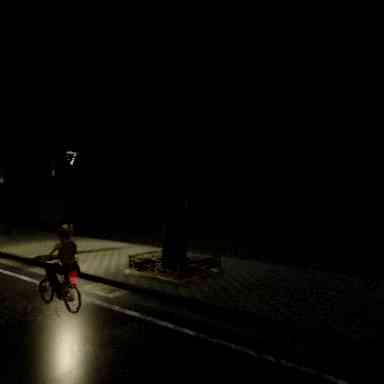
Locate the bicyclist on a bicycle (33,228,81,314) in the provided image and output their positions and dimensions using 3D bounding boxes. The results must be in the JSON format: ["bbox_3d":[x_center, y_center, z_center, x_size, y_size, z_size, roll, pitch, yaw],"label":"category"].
[{"bbox_3d":[-2.645,1.518,6.650,1.509,1.612,0.866,0,-1,38],"label":"bicyclist on a bicycle"}]
